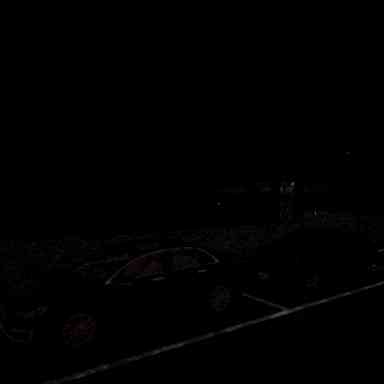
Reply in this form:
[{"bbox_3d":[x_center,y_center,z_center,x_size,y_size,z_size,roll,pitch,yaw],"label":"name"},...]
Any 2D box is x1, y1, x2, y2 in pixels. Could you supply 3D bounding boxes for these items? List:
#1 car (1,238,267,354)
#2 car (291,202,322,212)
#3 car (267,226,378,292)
[{"bbox_3d":[-0.954,1.583,6.075,4.403,1.369,2.008,1,0,-35],"label":"car"},{"bbox_3d":[16.649,2.205,48.629,1.812,1.442,4.674,2,0,-36],"label":"car"},{"bbox_3d":[3.489,1.666,9.245,4.313,1.339,1.947,1,0,-35],"label":"car"}]
